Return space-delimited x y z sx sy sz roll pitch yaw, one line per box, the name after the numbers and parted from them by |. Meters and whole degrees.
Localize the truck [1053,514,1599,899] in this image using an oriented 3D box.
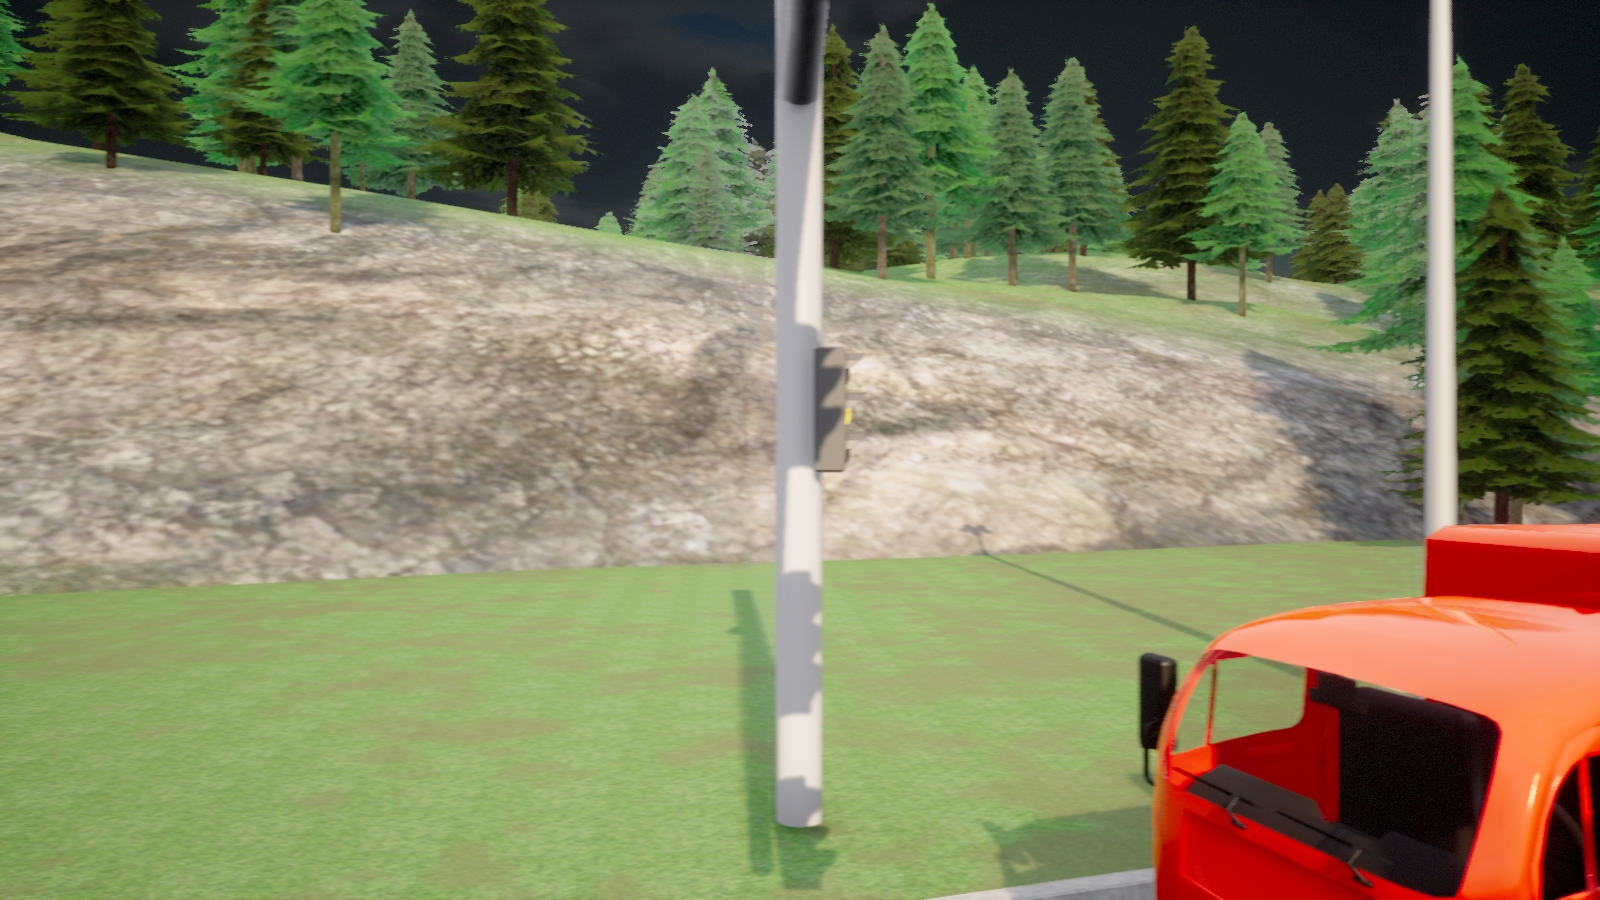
4.011 1.569 4.660 5.204 2.467 2.627 0 0 -18 | truck
